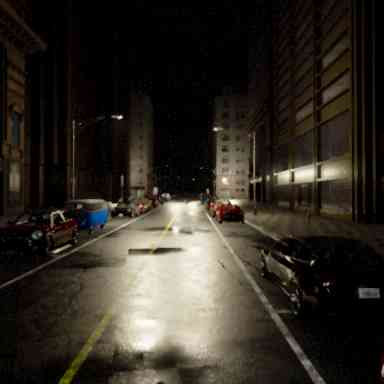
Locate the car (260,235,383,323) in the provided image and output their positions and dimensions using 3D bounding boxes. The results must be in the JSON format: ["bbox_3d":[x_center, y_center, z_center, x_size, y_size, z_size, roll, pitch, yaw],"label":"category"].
[{"bbox_3d":[2.674,1.556,7.092,1.947,1.339,4.313,1,0,0],"label":"car"}]

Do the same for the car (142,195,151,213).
[{"bbox_3d":[-5.860,1.385,35.204,1.967,1.590,4.097,1,0,0],"label":"car"}]

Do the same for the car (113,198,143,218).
[{"bbox_3d":[-5.860,1.520,29.580,1.947,1.339,4.313,1,0,0],"label":"car"}]

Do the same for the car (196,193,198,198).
[{"bbox_3d":[2.653,1.186,74.587,2.192,1.841,5.009,1,0,0],"label":"car"}]

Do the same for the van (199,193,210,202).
[{"bbox_3d":[2.657,1.233,63.337,1.690,1.788,3.998,1,0,0],"label":"van"}]

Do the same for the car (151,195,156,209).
[{"bbox_3d":[-5.863,1.460,40.659,1.752,1.417,4.829,1,0,0],"label":"car"}]

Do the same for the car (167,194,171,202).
[{"bbox_3d":[-5.874,1.463,68.950,1.802,1.307,4.206,1,0,0],"label":"car"}]

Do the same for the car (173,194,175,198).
[{"bbox_3d":[-5.877,1.405,80.199,1.887,1.381,4.507,1,0,0],"label":"car"}]

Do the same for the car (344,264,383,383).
[{"bbox_3d":[2.676,1.543,1.466,1.887,1.381,4.507,1,0,0],"label":"car"}]

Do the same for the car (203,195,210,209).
[{"bbox_3d":[2.662,1.479,40.839,1.887,1.381,4.507,1,0,0],"label":"car"}]

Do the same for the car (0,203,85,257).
[{"bbox_3d":[-5.852,1.422,12.707,1.967,1.590,4.097,1,0,0],"label":"car"}]

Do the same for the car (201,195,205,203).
[{"bbox_3d":[2.660,1.475,46.464,2.008,1.369,4.403,1,0,0],"label":"car"}]

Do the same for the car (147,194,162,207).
[{"bbox_3d":[-5.862,1.239,46.453,2.192,1.841,5.009,1,0,0],"label":"car"}]

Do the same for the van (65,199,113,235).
[{"bbox_3d":[-5.853,1.314,18.331,1.690,1.788,3.998,1,0,0],"label":"van"}]

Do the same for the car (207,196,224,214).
[{"bbox_3d":[2.667,1.394,29.590,1.967,1.590,4.097,1,0,0],"label":"car"}]

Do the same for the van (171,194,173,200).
[{"bbox_3d":[-5.873,1.212,74.574,1.690,1.788,3.998,1,0,0],"label":"van"}]

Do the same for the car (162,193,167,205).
[{"bbox_3d":[-5.868,1.343,57.702,1.967,1.590,4.097,1,0,0],"label":"car"}]

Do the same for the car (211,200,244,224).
[{"bbox_3d":[2.668,1.508,23.966,1.887,1.381,4.507,1,0,0],"label":"car"}]
